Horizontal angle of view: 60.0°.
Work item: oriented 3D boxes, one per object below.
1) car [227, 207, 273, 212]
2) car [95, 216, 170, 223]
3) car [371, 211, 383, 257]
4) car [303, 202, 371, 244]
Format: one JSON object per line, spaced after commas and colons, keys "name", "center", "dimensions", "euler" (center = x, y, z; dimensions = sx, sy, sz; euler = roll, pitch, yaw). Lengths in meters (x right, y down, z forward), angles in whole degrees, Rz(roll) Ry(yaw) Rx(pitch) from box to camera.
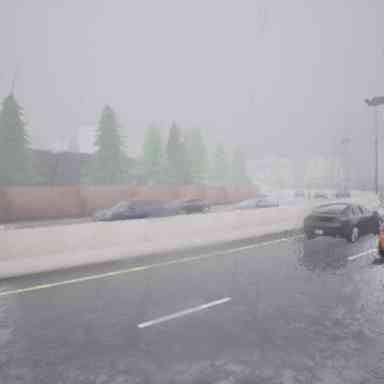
{"name": "car", "center": [4.002, 1.182, 21.778], "dimensions": [1.812, 1.442, 4.674], "euler": [0, 1, 44]}
{"name": "car", "center": [-3.544, 1.187, 19.440], "dimensions": [4.553, 1.767, 2.097], "euler": [-2, 1, -42]}
{"name": "car", "center": [7.736, 1.071, 10.532], "dimensions": [4.553, 1.767, 2.097], "euler": [-2, 1, -42]}
{"name": "car", "center": [6.538, 1.203, 14.198], "dimensions": [4.892, 1.490, 1.837], "euler": [-2, 1, -44]}
